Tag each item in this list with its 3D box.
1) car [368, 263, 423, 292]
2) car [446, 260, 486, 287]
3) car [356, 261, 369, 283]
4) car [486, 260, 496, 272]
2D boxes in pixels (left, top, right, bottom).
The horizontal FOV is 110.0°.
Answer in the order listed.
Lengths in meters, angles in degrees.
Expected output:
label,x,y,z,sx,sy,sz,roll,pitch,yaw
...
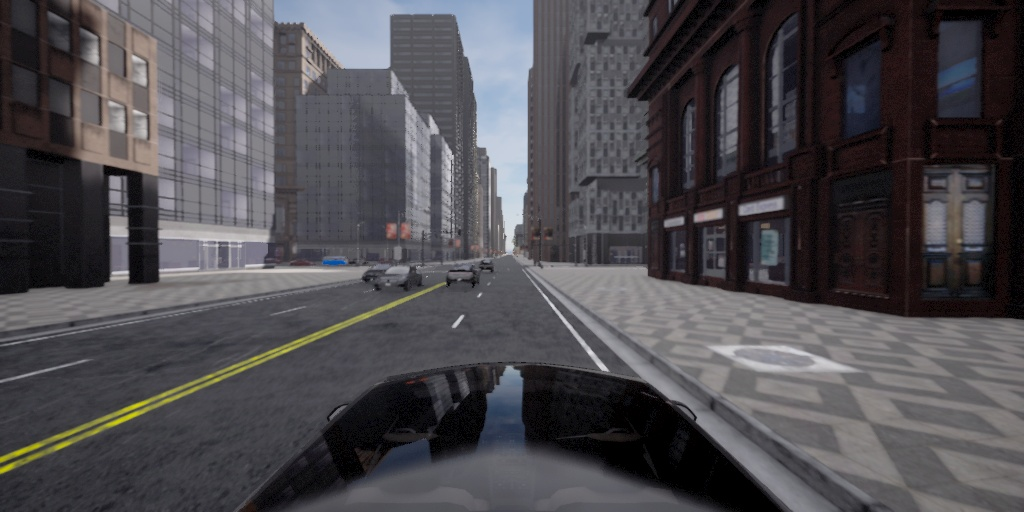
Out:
label,x,y,z,sx,sy,sz,roll,pitch,yaw
car,-6.606,1.267,21.437,1.812,1.442,4.674,0,0,0
car,-3.167,1.230,23.974,2.128,1.511,4.902,0,0,0
car,-9.840,1.285,27.972,2.033,1.411,5.357,0,0,0
car,-3.185,1.230,45.001,1.837,1.490,4.892,0,0,0
